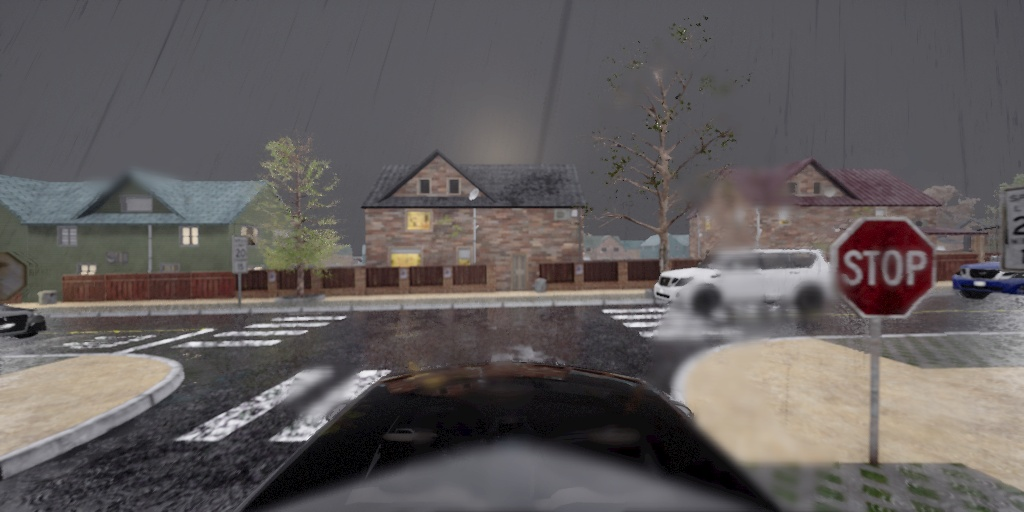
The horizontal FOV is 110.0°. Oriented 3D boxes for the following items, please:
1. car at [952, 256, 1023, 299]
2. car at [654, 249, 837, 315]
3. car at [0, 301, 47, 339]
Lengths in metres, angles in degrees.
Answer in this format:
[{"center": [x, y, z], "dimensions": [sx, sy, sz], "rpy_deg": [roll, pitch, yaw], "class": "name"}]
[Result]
[{"center": [18.939, 0.537, 12.388], "dimensions": [5.566, 2.045, 2.150], "rpy_deg": [-1, 0, 0], "class": "car"}, {"center": [7.931, 0.804, 12.425], "dimensions": [5.566, 2.045, 2.150], "rpy_deg": [-1, 0, 0], "class": "car"}, {"center": [-15.385, 1.726, 9.544], "dimensions": [4.181, 1.385, 1.994], "rpy_deg": [-1, 0, 1], "class": "car"}]
